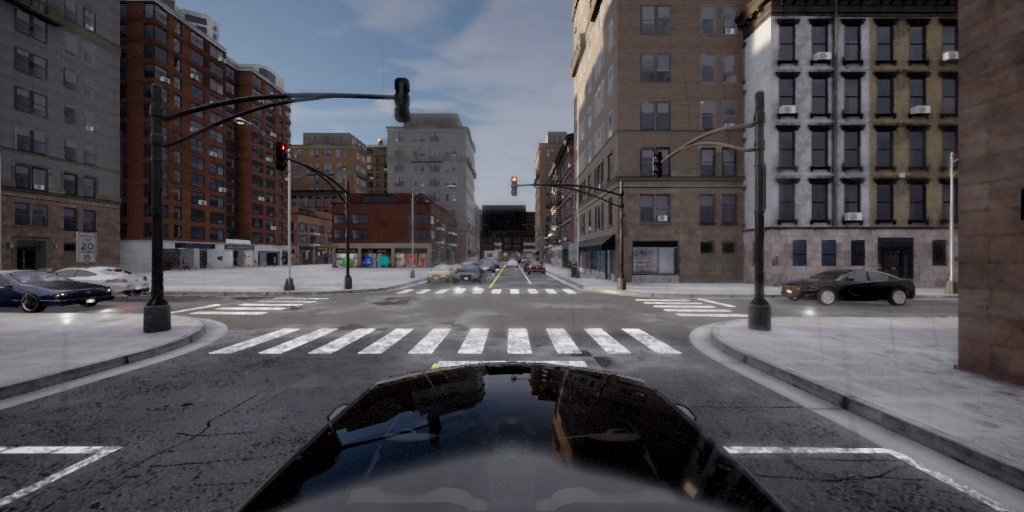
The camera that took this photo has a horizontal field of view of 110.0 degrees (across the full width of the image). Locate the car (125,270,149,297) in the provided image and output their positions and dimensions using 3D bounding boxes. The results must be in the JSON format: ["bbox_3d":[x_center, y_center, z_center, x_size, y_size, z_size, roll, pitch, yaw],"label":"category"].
[{"bbox_3d":[-18.974,1.189,15.925,4.674,1.442,1.812,0,0,-1],"label":"car"}]

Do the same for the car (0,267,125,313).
[{"bbox_3d":[-17.810,1.216,12.894,5.357,1.411,2.033,0,0,0],"label":"car"}]

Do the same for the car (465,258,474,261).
[{"bbox_3d":[-5.416,1.302,45.084,2.007,1.370,4.403,0,0,0],"label":"car"}]

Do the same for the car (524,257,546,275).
[{"bbox_3d":[2.613,1.191,39.427,1.967,1.591,4.097,0,0,0],"label":"car"}]

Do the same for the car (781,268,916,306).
[{"bbox_3d":[14.763,1.310,15.905,5.008,1.535,1.882,0,0,-1],"label":"car"}]

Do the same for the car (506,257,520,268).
[{"bbox_3d":[0.064,1.279,60.897,1.812,1.442,4.674,0,0,0],"label":"car"}]

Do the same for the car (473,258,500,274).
[{"bbox_3d":[-2.871,1.243,41.541,2.128,1.511,4.902,0,0,0],"label":"car"}]

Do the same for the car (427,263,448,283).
[{"bbox_3d":[-5.405,1.276,27.928,1.751,1.417,4.829,0,0,0],"label":"car"}]

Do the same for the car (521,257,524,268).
[{"bbox_3d":[2.609,1.066,45.089,2.192,1.841,5.009,0,0,0],"label":"car"}]

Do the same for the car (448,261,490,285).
[{"bbox_3d":[-2.959,1.315,25.819,1.994,1.385,4.181,0,0,3],"label":"car"}]
